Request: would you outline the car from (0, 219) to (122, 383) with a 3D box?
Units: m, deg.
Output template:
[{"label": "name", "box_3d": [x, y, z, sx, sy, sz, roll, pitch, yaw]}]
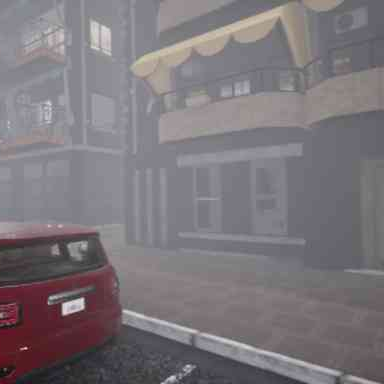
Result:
[{"label": "car", "box_3d": [-3.233, 1.340, 5.016, 5.009, 1.841, 2.192, 0, -1, 36]}]
